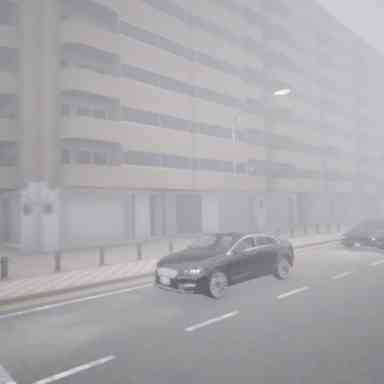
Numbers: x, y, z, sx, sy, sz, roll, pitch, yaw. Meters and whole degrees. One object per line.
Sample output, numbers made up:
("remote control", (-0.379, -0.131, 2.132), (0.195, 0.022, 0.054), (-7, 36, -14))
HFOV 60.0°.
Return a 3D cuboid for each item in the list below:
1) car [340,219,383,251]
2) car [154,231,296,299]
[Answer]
("car", (9.818, 2.140, 17.539), (5.357, 1.411, 2.033), (1, -4, -41))
("car", (1.148, 1.932, 9.777), (4.902, 1.511, 2.128), (1, -4, -42))
